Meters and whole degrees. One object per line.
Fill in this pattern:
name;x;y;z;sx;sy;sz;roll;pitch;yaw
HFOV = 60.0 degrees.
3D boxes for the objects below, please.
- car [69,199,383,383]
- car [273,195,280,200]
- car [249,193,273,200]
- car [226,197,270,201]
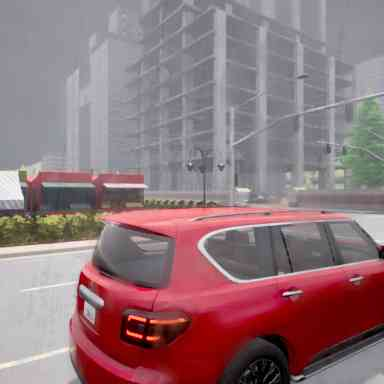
car;1.232;1.221;4.664;5.566;2.045;2.150;0;0;-35
car;14.066;1.113;59.881;1.905;1.878;3.866;0;0;-36
car;11.674;1.113;58.169;1.905;1.878;3.866;0;0;-36
car;3.878;1.422;28.555;1.882;1.535;5.008;0;1;-36
